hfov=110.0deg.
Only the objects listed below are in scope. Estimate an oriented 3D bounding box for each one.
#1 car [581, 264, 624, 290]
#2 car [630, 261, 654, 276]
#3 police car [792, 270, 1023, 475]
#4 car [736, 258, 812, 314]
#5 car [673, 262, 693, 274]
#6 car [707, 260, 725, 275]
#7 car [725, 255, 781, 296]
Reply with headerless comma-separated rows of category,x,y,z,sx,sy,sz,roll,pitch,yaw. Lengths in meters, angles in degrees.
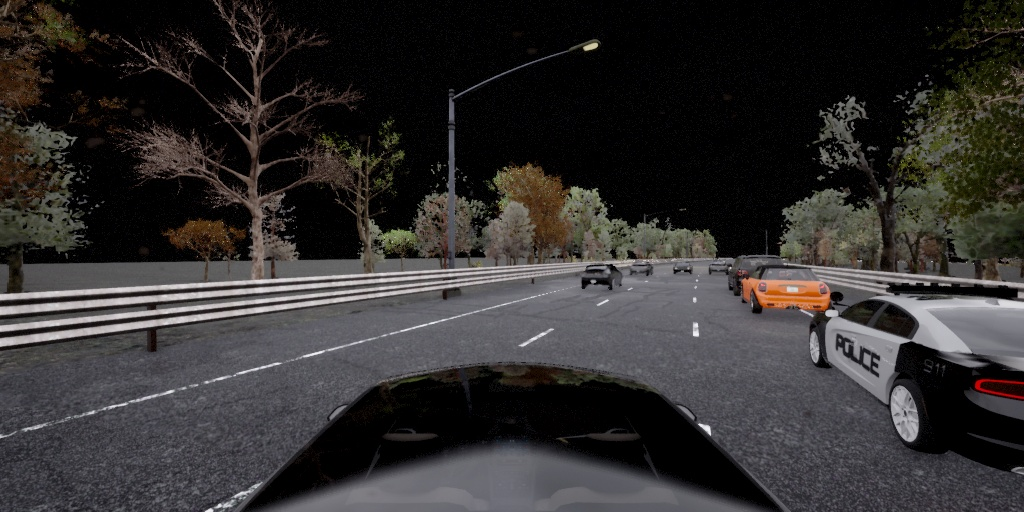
car,5.713,1.253,22.450,1.837,1.490,4.892,0,-2,27
car,13.408,1.254,36.909,2.128,1.511,4.902,0,0,29
police car,5.627,1.175,4.727,1.930,1.638,5.238,0,0,26
car,9.987,1.102,13.431,2.097,1.767,4.553,0,0,27
car,19.488,1.369,40.722,1.895,1.301,4.718,0,0,29
car,22.610,1.261,39.273,2.128,1.511,4.902,0,0,30
car,12.723,0.978,18.754,2.150,2.045,5.566,0,0,27
